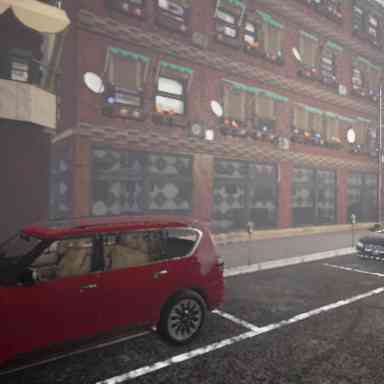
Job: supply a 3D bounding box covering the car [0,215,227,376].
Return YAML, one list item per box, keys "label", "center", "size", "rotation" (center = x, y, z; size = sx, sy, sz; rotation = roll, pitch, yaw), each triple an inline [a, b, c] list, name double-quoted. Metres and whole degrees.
- label: "car"
  center: [-1.732, 1.322, 4.849]
  size: [5.009, 1.841, 2.192]
  rotation: [0, 1, -35]

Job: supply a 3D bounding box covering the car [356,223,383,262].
- label: "car"
  center: [7.300, 1.614, 11.297]
  size: [4.403, 1.369, 2.008]
  rotation: [0, 1, -35]
